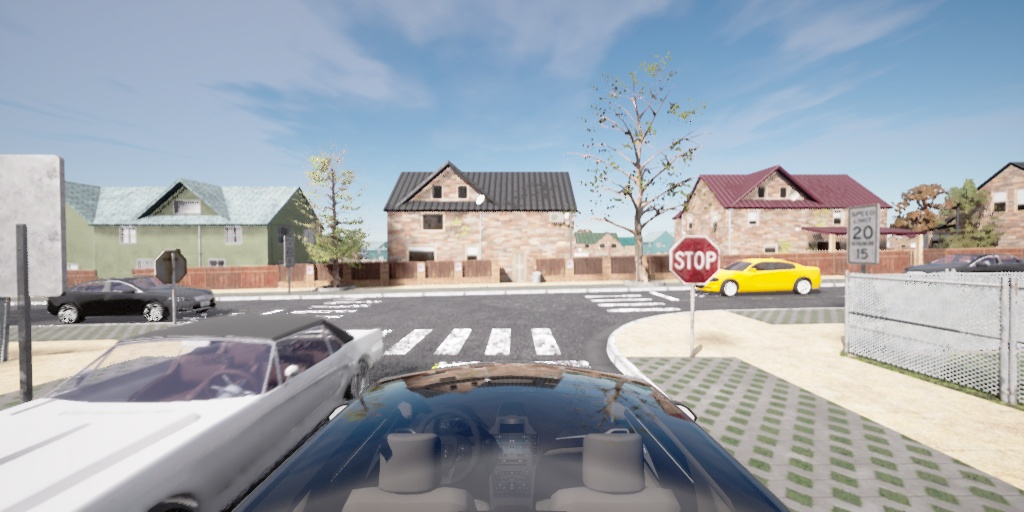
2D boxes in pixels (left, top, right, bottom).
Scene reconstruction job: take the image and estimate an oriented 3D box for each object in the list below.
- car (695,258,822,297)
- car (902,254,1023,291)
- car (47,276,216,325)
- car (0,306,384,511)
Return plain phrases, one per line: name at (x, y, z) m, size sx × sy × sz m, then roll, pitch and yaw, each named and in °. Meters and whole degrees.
car at (10.526, 0.869, 15.624) m, size 5.008 × 1.535 × 1.882 m, roll -1°, pitch 1°, yaw -1°
car at (19.955, 0.659, 15.604) m, size 4.902 × 1.511 × 2.128 m, roll -1°, pitch 1°, yaw 0°
car at (-13.440, 1.503, 12.850) m, size 4.902 × 1.511 × 2.128 m, roll -1°, pitch 1°, yaw 0°
car at (-2.859, 1.346, 3.376) m, size 1.895 × 1.301 × 4.718 m, roll 0°, pitch 0°, yaw -2°
